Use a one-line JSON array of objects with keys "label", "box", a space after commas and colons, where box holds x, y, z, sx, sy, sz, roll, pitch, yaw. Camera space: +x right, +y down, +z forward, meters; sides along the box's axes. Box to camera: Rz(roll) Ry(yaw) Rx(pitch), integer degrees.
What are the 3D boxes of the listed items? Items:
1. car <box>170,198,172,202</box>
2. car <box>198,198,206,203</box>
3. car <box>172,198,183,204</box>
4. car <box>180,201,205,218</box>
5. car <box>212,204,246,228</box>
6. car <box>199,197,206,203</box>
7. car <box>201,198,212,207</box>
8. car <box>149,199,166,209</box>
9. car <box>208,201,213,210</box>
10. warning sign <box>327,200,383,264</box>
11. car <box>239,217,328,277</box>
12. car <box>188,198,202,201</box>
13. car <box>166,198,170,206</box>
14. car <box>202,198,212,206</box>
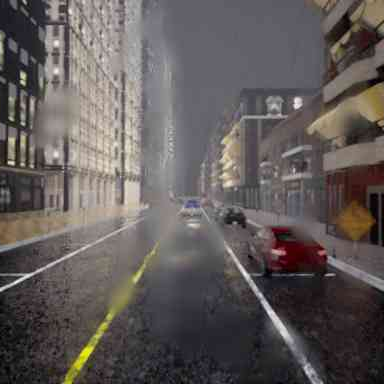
[{"label": "car", "box": [-5.653, 2.222, 90.955, 1.947, 1.339, 4.313, 0, 0, 0]}, {"label": "car", "box": [2.728, 2.226, 90.952, 1.947, 1.339, 4.313, 0, 0, 0]}, {"label": "car", "box": [-2.969, 2.015, 76.631, 1.994, 1.385, 4.181, 0, 0, 0]}, {"label": "car", "box": [0.018, 1.833, 33.356, 1.895, 1.301, 4.718, 0, 0, 0]}, {"label": "car", "box": [2.700, 1.714, 23.172, 2.008, 1.369, 4.403, 0, 0, 0]}, {"label": "car", "box": [2.726, 2.143, 85.474, 1.752, 1.417, 4.829, 0, 0, 0]}, {"label": "car", "box": [2.717, 1.886, 62.711, 1.967, 1.590, 4.097, 0, 0, 0]}, {"label": "car", "box": [-5.668, 1.910, 51.417, 2.008, 1.369, 4.403, 0, 0, 0]}, {"label": "car", "box": [2.704, 1.753, 28.820, 2.008, 1.369, 4.403, 0, 0, 0]}, {"label": "warning sign", "box": [5.070, 1.191, 10.371, 1.300, 1.860, 1.060, 0, 0, 0]}, {"label": "car", "box": [2.746, 1.656, 10.254, 1.802, 1.307, 4.206, 0, 0, 0]}, {"label": "car", "box": [0.063, 1.809, 47.285, 1.882, 1.535, 5.008, 0, 0, 1]}, {"label": "car", "box": [-5.664, 1.987, 62.714, 1.887, 1.381, 4.507, 0, 0, 0]}, {"label": "car", "box": [2.714, 1.986, 57.062, 1.802, 1.307, 4.206, 0, 0, 0]}]
